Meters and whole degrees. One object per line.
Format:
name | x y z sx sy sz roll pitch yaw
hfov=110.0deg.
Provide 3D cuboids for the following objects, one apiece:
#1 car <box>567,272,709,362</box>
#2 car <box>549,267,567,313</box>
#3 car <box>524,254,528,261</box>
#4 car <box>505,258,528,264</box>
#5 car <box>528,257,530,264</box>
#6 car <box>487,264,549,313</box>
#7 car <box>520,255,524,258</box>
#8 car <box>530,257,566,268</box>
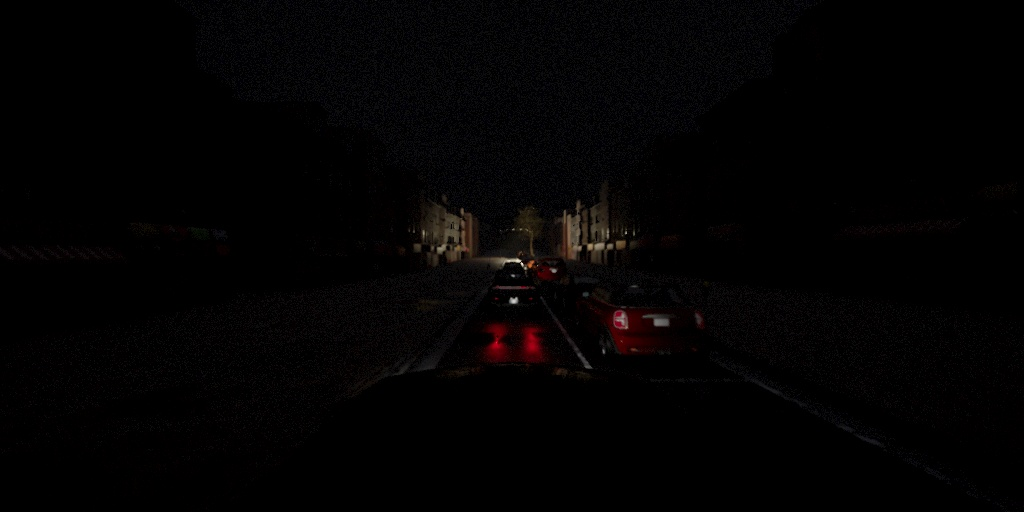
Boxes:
car | 2.639 1.194 8.265 1.967 1.591 4.097 0 0 0
car | 2.640 1.302 13.824 2.007 1.370 4.403 0 0 0
car | 2.994 0.886 46.204 2.097 1.767 4.553 0 1 0
car | 0.078 1.197 29.263 1.837 1.490 4.892 0 1 0
car | 3.030 1.064 39.427 1.801 1.575 5.366 0 1 0
car | 0.074 1.243 14.031 2.128 1.511 4.902 0 0 0
car | 2.646 0.914 58.294 1.888 1.381 4.507 0 0 0
car | 2.641 1.030 24.941 2.192 1.841 5.009 0 0 0
